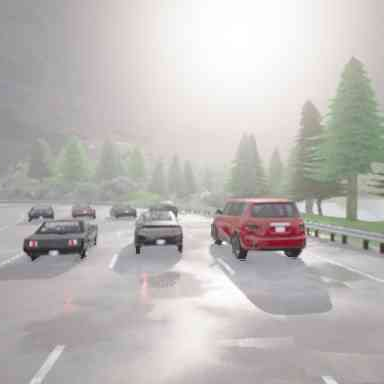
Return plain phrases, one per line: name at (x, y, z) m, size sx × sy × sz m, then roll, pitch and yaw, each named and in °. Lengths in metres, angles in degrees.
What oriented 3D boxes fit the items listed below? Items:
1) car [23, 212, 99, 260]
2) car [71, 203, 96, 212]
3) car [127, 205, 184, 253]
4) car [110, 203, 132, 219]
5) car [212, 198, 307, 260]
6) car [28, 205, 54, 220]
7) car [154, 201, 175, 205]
car at (-4.754, 1.664, 12.797) m, size 1.895 × 1.301 × 4.718 m, roll 0°, pitch 0°, yaw -9°
car at (-10.134, 1.709, 30.926) m, size 1.994 × 1.385 × 4.181 m, roll 0°, pitch 0°, yaw -23°
car at (-1.479, 1.539, 13.994) m, size 2.128 × 1.511 × 4.902 m, roll 0°, pitch 0°, yaw -9°
car at (-6.514, 1.689, 31.311) m, size 1.994 × 1.385 × 4.181 m, roll 0°, pitch 0°, yaw -22°
car at (2.290, 1.244, 12.797) m, size 2.150 × 2.045 × 5.566 m, roll 0°, pitch 0°, yaw -9°
car at (-12.833, 1.755, 28.532) m, size 1.895 × 1.301 × 4.718 m, roll 0°, pitch 0°, yaw -22°
car at (-2.697, 1.608, 31.192) m, size 1.837 × 1.490 × 4.892 m, roll 0°, pitch 0°, yaw -20°
